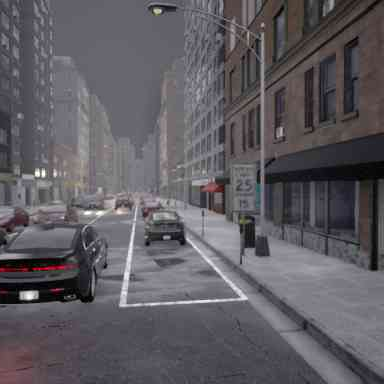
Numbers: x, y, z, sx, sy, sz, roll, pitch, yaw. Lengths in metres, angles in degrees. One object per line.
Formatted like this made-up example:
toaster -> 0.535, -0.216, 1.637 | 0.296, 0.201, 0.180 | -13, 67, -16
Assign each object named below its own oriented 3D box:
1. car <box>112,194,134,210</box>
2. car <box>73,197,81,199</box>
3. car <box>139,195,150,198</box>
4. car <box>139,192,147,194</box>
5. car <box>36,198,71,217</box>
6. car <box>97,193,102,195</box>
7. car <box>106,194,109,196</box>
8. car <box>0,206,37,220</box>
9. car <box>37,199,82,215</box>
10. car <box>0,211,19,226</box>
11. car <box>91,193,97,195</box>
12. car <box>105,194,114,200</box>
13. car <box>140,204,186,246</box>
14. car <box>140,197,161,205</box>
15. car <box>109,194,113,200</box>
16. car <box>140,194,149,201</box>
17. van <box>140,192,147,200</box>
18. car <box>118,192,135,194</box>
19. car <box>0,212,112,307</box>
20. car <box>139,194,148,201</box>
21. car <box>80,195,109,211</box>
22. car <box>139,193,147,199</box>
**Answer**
car -> -7.923, 1.286, 38.696 | 1.837, 1.490, 4.892 | 0, 0, -9
car -> -14.142, 1.347, 41.327 | 1.947, 1.339, 4.313 | -1, 0, -9
car -> -4.835, 1.328, 37.065 | 1.887, 1.381, 4.507 | -1, 0, -9
car -> -7.494, 1.150, 53.840 | 1.967, 1.590, 4.097 | -1, 0, -9
car -> -12.342, 1.365, 29.975 | 1.752, 1.417, 4.829 | -1, 0, -9
car -> -15.916, 1.176, 52.511 | 1.967, 1.590, 4.097 | -1, 0, -9
car -> -17.688, 1.140, 63.698 | 1.967, 1.590, 4.097 | -1, 0, -9
car -> -10.598, 1.488, 18.958 | 1.802, 1.307, 4.206 | -1, 0, -9
car -> -8.203, 1.418, 20.296 | 1.812, 1.442, 4.674 | 0, 0, -9
car -> -6.332, 1.476, 8.460 | 1.837, 1.490, 4.892 | 0, 0, -9
car -> -15.029, 1.197, 46.919 | 1.967, 1.590, 4.097 | -1, 0, -9
car -> -21.230, 1.190, 86.070 | 1.887, 1.381, 4.507 | -1, 0, -9
car -> -1.291, 1.468, 14.696 | 2.008, 1.369, 4.403 | -1, 0, -9
car -> -3.064, 1.390, 25.881 | 1.887, 1.381, 4.507 | -1, 0, -9
car -> -20.344, 1.201, 80.477 | 1.887, 1.381, 4.507 | -1, 0, -9
car -> -10.151, 1.225, 70.618 | 1.947, 1.339, 4.313 | -1, 0, -9
van -> -11.926, 0.972, 81.803 | 1.690, 1.788, 3.998 | -1, 0, -9
car -> -9.603, 1.088, 48.943 | 2.097, 1.767, 4.553 | 0, 0, -9
car -> -3.116, 1.472, 7.980 | 1.837, 1.490, 4.892 | 0, 0, -9
car -> -11.037, 1.210, 76.210 | 1.947, 1.339, 4.313 | -1, 0, -9
car -> -10.829, 1.360, 37.186 | 1.994, 1.385, 4.181 | 0, 0, -8
car -> -13.696, 1.050, 92.987 | 1.967, 1.590, 4.097 | -1, 0, -9
